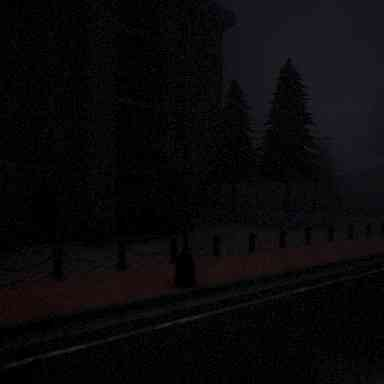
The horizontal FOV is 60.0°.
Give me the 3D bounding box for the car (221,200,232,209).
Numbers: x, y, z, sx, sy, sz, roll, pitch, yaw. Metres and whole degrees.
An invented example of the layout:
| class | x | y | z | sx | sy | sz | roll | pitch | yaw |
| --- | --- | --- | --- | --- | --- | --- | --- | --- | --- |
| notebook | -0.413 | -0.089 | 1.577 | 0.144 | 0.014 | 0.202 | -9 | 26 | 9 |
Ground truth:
| class | x | y | z | sx | sy | sz | roll | pitch | yaw |
| --- | --- | --- | --- | --- | --- | --- | --- | --- | --- |
| car | 4.408 | 1.938 | 52.982 | 1.812 | 1.442 | 4.674 | 1 | 0 | -35 |
